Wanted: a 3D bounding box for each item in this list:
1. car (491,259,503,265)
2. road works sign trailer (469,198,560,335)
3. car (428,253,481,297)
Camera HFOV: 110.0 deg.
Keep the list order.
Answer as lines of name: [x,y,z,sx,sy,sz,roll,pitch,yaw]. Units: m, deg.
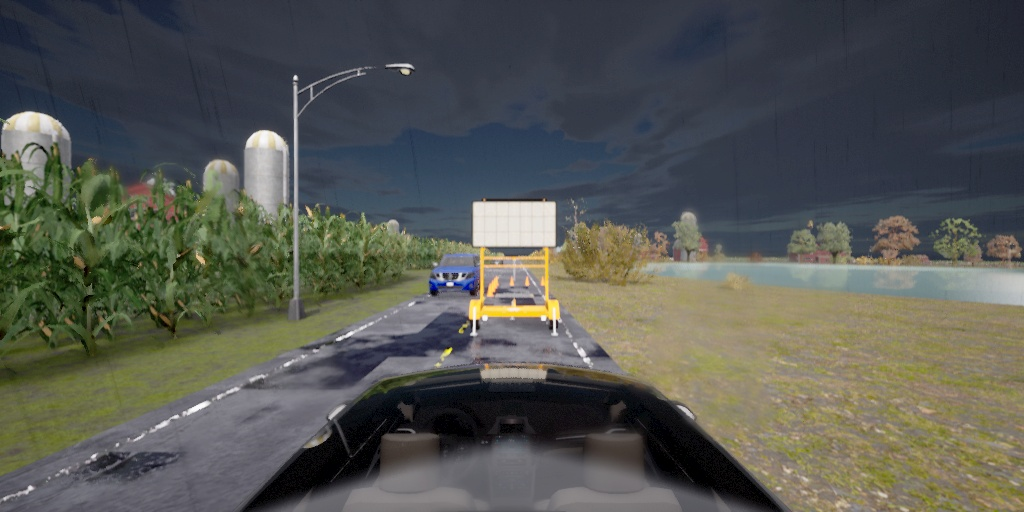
car: [-2.408,0.993,59.478,2.128,1.511,4.902,0,0,1]
road works sign trailer: [0.068,0.168,10.268,2.380,3.560,2.880,0,0,0]
car: [-2.725,0.884,18.650,2.150,2.045,5.566,0,0,0]
